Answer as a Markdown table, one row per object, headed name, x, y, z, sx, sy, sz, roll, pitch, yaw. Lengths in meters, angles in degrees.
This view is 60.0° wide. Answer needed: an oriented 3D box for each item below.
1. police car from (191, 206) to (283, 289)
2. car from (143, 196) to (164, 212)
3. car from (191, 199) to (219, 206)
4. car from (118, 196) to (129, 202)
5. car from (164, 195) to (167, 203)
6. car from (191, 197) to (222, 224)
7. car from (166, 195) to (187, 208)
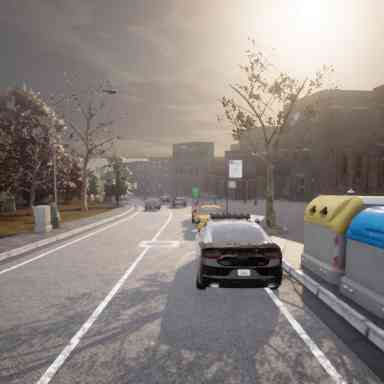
| name | x | y | z | sx | sy | sz | roll | pitch | yaw |
| --- | --- | --- | --- | --- | --- | --- | --- | --- | --- |
| police car | 1.039 | 1.408 | 9.241 | 1.930 | 1.638 | 5.238 | 0 | 0 | 0 |
| car | -4.538 | 1.455 | 38.599 | 1.837 | 1.490 | 4.892 | 0 | 0 | -7 |
| car | 1.026 | 1.419 | 19.368 | 1.801 | 1.575 | 5.366 | 0 | 0 | 0 |
| car | -17.787 | 1.675 | 85.449 | 2.033 | 1.411 | 5.357 | -3 | 1 | -25 |
| car | -4.800 | 1.386 | 60.394 | 1.837 | 1.490 | 4.892 | -2 | 0 | -16 |
| car | 1.011 | 1.300 | 25.201 | 2.097 | 1.767 | 4.553 | 0 | 0 | -1 |
| car | -1.950 | 1.384 | 46.905 | 2.128 | 1.511 | 4.902 | -1 | 0 | -10 |
